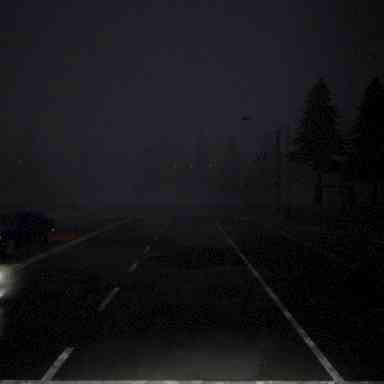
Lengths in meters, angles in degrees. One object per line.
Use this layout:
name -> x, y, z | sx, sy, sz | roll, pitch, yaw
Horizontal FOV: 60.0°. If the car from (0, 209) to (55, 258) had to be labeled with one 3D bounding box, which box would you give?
car -> -7.078, 1.465, 12.938 | 1.882, 1.535, 5.008 | 0, 0, 0
